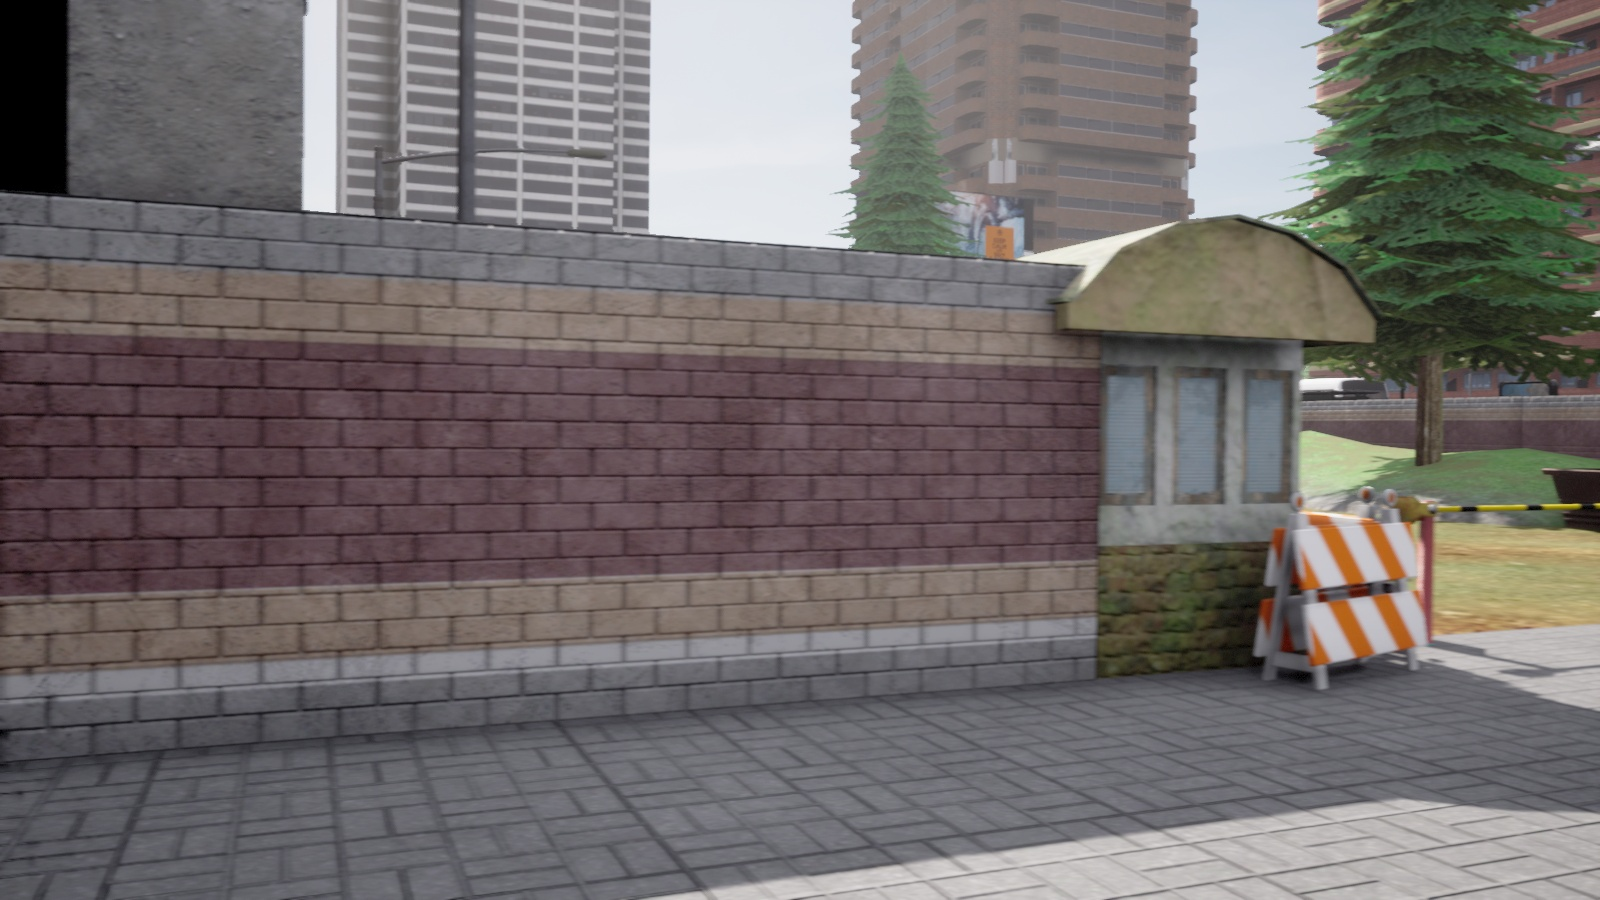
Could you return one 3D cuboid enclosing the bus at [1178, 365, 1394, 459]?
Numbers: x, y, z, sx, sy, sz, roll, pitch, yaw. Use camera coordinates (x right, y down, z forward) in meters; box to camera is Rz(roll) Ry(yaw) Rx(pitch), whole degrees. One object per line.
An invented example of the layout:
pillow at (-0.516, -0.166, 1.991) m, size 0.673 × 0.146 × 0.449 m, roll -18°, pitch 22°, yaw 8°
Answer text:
bus at (23.633, -1.801, 61.953) m, size 3.944 × 4.253 × 10.273 m, roll -1°, pitch 1°, yaw -22°
